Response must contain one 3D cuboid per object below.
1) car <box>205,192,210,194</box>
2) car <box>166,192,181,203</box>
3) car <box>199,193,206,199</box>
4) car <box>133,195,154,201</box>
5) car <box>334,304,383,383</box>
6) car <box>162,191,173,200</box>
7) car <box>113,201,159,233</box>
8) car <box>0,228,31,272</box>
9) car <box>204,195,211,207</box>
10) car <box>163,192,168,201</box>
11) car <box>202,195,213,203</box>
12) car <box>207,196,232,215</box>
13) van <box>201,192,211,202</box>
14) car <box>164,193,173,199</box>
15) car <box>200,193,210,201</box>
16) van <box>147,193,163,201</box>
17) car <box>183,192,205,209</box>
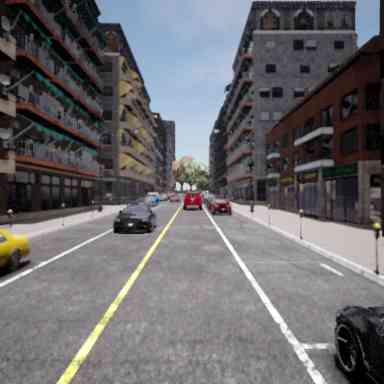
[{"bbox_3d":[2.703,1.201,53.798,2.008,1.369,4.403,1,0,0],"label":"car"},{"bbox_3d":[-3.048,1.138,59.604,1.812,1.442,4.674,0,0,1],"label":"car"},{"bbox_3d":[2.701,1.013,87.975,1.802,1.307,4.206,1,0,0],"label":"car"},{"bbox_3d":[-5.677,1.327,36.646,1.947,1.339,4.313,1,0,0],"label":"car"},{"bbox_3d":[2.704,1.549,2.531,1.947,1.339,4.313,1,0,0],"label":"car"},{"bbox_3d":[-5.674,0.819,76.519,2.192,1.841,5.009,1,0,0],"label":"car"},{"bbox_3d":[-3.099,1.441,18.753,1.994,1.385,4.181,0,0,0],"label":"car"},{"bbox_3d":[-5.676,1.472,7.995,1.752,1.417,4.829,1,0,0],"label":"car"},{"bbox_3d":[2.703,1.327,36.709,1.947,1.339,4.313,1,0,0],"label":"car"},{"bbox_3d":[-5.678,1.128,65.127,2.008,1.369,4.403,1,0,0],"label":"car"},{"bbox_3d":[2.702,1.195,59.494,1.802,1.307,4.206,1,0,0],"label":"car"},{"bbox_3d":[2.704,1.343,31.013,1.887,1.381,4.507,1,0,0],"label":"car"},{"bbox_3d":[2.707,0.918,65.189,1.690,1.788,3.998,1,0,0],"label":"van"},{"bbox_3d":[-5.679,1.012,82.217,1.887,1.381,4.507,1,0,0],"label":"car"},{"bbox_3d":[2.704,0.981,70.886,1.967,1.590,4.097,1,0,0],"label":"car"},{"bbox_3d":[-5.673,1.028,48.037,1.690,1.788,3.998,1,0,0],"label":"van"},{"bbox_3d":[0.099,0.964,39.935,2.150,2.045,5.566,0,1,0],"label":"car"}]
